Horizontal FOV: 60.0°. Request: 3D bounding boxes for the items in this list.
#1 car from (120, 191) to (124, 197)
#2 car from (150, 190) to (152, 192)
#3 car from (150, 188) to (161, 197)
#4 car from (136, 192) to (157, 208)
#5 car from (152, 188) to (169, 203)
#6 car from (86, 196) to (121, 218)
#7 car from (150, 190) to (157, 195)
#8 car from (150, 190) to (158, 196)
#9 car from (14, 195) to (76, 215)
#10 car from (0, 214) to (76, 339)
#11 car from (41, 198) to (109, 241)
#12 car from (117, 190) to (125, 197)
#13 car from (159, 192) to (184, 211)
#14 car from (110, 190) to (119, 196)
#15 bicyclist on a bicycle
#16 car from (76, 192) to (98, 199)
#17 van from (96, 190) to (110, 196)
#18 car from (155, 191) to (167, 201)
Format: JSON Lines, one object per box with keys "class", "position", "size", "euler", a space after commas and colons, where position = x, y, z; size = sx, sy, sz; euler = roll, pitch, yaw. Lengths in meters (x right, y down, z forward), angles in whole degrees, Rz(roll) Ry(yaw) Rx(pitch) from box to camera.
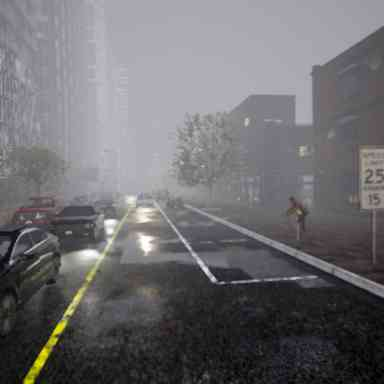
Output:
{"class": "car", "position": [-15.761, 0.625, 69.213], "size": [1.887, 1.381, 4.507], "euler": [-2, 1, -8]}
{"class": "car", "position": [-6.906, 0.797, 48.262], "size": [1.812, 1.442, 4.674], "euler": [-1, 1, -8]}
{"class": "car", "position": [-8.282, 0.102, 75.885], "size": [2.192, 1.841, 5.009], "euler": [-2, 1, -8]}
{"class": "car", "position": [-5.199, 1.047, 36.868], "size": [1.895, 1.301, 4.718], "euler": [-1, 1, -8]}
{"class": "car", "position": [-4.267, 0.523, 48.508], "size": [2.192, 1.841, 5.009], "euler": [-2, 1, -8]}
{"class": "car", "position": [-6.742, 1.253, 25.684], "size": [1.994, 1.385, 4.181], "euler": [-1, 1, -8]}
{"class": "car", "position": [-10.680, 0.116, 92.316], "size": [1.802, 1.307, 4.206], "euler": [-2, 1, -8]}
{"class": "car", "position": [-9.878, 0.184, 86.841], "size": [1.947, 1.339, 4.313], "euler": [-2, 1, -8]}
{"class": "car", "position": [-8.538, 1.166, 19.193], "size": [2.192, 1.841, 5.009], "euler": [-2, 1, -8]}
{"class": "car", "position": [-3.929, 1.476, 6.428], "size": [2.128, 1.511, 4.902], "euler": [-1, 1, -8]}
{"class": "car", "position": [-5.295, 1.319, 15.780], "size": [1.882, 1.535, 5.008], "euler": [-1, 1, -8]}
{"class": "car", "position": [-18.146, 0.356, 85.471], "size": [1.752, 1.417, 4.829], "euler": [-2, 1, -8]}
{"class": "car", "position": [-1.730, 1.021, 31.361], "size": [2.008, 1.369, 4.403], "euler": [-2, 1, -8]}
{"class": "car", "position": [-13.360, 0.648, 52.781], "size": [2.192, 1.841, 5.009], "euler": [-2, 1, -8]}
{"class": "bicyclist on a bicycle", "position": [3.970, 0.990, 12.684], "size": [1.656, 1.620, 0.582], "euler": [-2, 1, -8]}
{"class": "car", "position": [-10.050, 1.121, 30.160], "size": [1.967, 1.590, 4.097], "euler": [-2, 1, -8]}
{"class": "van", "position": [-11.753, 0.843, 41.831], "size": [1.690, 1.788, 3.998], "euler": [-2, 1, -8]}
{"class": "car", "position": [-5.086, 0.646, 54.156], "size": [1.752, 1.417, 4.829], "euler": [-2, 1, -8]}
